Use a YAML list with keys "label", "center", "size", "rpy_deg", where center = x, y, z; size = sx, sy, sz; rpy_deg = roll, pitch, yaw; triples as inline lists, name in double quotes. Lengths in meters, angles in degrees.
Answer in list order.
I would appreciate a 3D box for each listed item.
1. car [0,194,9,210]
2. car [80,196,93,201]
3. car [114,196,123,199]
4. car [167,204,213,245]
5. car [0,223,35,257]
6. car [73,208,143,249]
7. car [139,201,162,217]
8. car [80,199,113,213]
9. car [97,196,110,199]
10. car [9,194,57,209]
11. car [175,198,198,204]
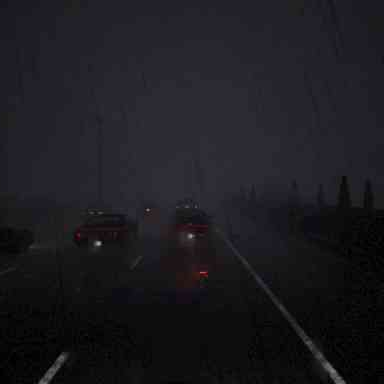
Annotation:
- label: "car"
  center: [-18.202, 1.254, 31.620]
  size: [2.150, 2.045, 5.566]
  rpy_deg: [0, 0, -2]
- label: "car"
  center: [-22.775, 1.587, 71.927]
  size: [2.128, 1.511, 4.902]
  rpy_deg: [0, 0, -2]
- label: "car"
  center: [-15.778, 1.615, 72.130]
  size: [1.994, 1.385, 4.181]
  rpy_deg: [0, 0, -2]
- label: "car"
  center: [-0.075, 1.520, 15.544]
  size: [1.837, 1.490, 4.892]
  rpy_deg: [0, 0, -1]
- label: "car"
  center: [-6.977, 1.558, 10.416]
  size: [2.033, 1.411, 5.357]
  rpy_deg: [0, 0, -1]
- label: "car"
  center: [-3.549, 1.616, 14.597]
  size: [1.895, 1.301, 4.718]
  rpy_deg: [0, 0, -1]
- label: "car"
  center: [-4.018, 1.596, 32.128]
  size: [1.994, 1.385, 4.181]
  rpy_deg: [0, 0, -2]
- label: "car"
  center: [-7.362, 1.574, 26.590]
  size: [2.033, 1.411, 5.357]
  rpy_deg: [0, 0, -2]
- label: "car"
  center: [-19.289, 1.537, 72.445]
  size: [1.882, 1.535, 5.008]
  rpy_deg: [0, 0, -2]
- label: "car"
  center: [-14.702, 1.254, 31.689]
  size: [2.150, 2.045, 5.566]
  rpy_deg: [0, 0, -2]
- label: "car"
  center: [-0.496, 1.384, 31.351]
  size: [2.097, 1.767, 4.553]
  rpy_deg: [0, 0, -2]
